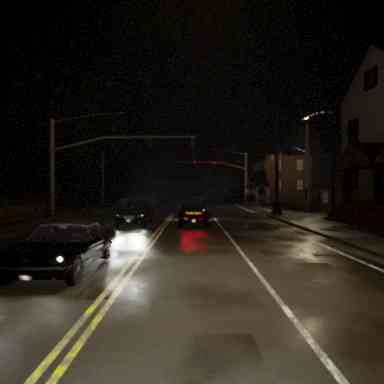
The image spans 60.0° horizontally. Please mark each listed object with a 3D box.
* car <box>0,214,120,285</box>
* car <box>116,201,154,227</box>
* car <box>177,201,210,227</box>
[{"bbox_3d":[-3.592,1.528,9.380,1.895,1.301,4.718,0,0,0],"label":"car"},{"bbox_3d":[-3.551,1.329,21.114,2.128,1.511,4.902,0,0,0],"label":"car"},{"bbox_3d":[0.098,1.341,21.148,1.837,1.490,4.892,0,0,0],"label":"car"}]
